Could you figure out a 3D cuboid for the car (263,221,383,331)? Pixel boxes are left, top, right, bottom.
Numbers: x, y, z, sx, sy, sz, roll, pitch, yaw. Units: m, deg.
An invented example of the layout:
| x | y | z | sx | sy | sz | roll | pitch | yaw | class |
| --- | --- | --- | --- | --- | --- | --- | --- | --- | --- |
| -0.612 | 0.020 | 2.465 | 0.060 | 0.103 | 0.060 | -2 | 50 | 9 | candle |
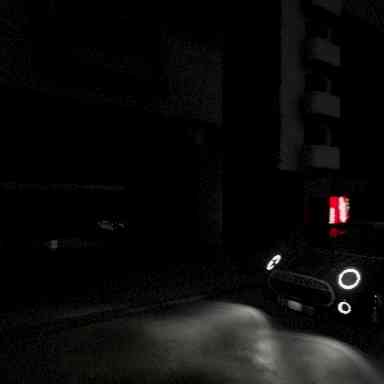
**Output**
| x | y | z | sx | sy | sz | roll | pitch | yaw | class |
| --- | --- | --- | --- | --- | --- | --- | --- | --- | --- |
| 3.655 | 1.447 | 7.197 | 4.553 | 1.767 | 2.097 | 1 | 0 | -35 | car |
